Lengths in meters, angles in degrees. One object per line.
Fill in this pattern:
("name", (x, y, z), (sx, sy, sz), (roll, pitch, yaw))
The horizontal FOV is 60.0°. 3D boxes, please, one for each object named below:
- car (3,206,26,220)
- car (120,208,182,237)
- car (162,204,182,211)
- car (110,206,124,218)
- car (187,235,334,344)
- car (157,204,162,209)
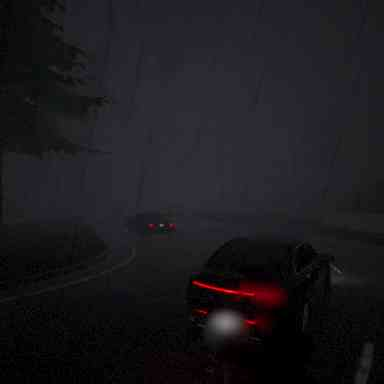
("car", (-20.831, 2.345, 37.934), (2.033, 1.411, 5.357), (0, -1, -5))
("car", (-2.784, 1.987, 21.204), (2.033, 1.411, 5.357), (0, -1, -25))
("car", (-2.476, 2.404, 43.691), (1.837, 1.490, 4.892), (0, -1, -10))
("car", (-8.917, 2.379, 40.163), (2.033, 1.411, 5.357), (0, -1, -12))
("car", (1.652, 1.648, 6.858), (1.837, 1.490, 4.892), (1, 0, 29))
("car", (-5.941, 2.954, 65.940), (1.895, 1.301, 4.718), (0, -1, -8))
